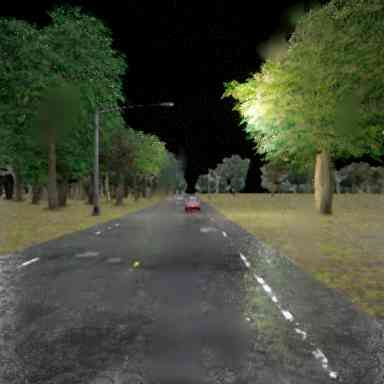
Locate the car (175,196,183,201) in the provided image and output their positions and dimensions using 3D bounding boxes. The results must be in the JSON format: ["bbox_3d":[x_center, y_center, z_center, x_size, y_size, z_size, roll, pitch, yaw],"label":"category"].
[{"bbox_3d":[-3.466,1.807,90.167,1.895,1.301,4.718,0,0,0],"label":"car"}]

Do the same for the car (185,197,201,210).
[{"bbox_3d":[0.118,1.660,44.148,1.994,1.385,4.181,0,0,0],"label":"car"}]

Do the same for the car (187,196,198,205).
[{"bbox_3d":[0.122,1.622,63.133,1.882,1.535,5.008,0,0,0],"label":"car"}]
